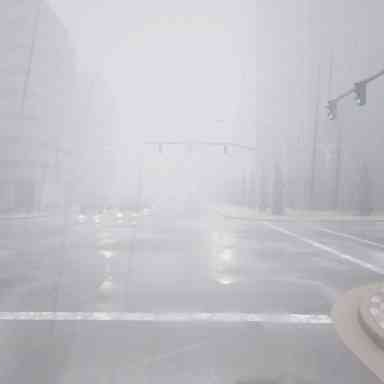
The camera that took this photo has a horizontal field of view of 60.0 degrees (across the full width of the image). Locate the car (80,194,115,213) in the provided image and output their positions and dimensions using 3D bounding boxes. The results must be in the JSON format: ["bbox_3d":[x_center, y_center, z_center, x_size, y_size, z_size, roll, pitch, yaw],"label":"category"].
[{"bbox_3d":[-10.545,1.221,36.780,2.150,2.045,5.566,0,0,0],"label":"car"}]

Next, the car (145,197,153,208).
[{"bbox_3d":[-7.026,1.526,47.107,1.812,1.442,4.674,0,0,0],"label":"car"}]

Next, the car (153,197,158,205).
[{"bbox_3d":[-7.000,1.563,56.986,1.994,1.385,4.181,0,0,0],"label":"car"}]

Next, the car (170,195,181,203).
[{"bbox_3d":[-3.402,1.505,66.718,1.837,1.490,4.892,0,0,0],"label":"car"}]

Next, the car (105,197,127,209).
[{"bbox_3d":[-10.530,1.477,46.481,1.882,1.535,5.008,0,0,0],"label":"car"}]

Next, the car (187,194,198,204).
[{"bbox_3d":[0.097,1.547,66.143,2.033,1.411,5.357,0,0,0],"label":"car"}]

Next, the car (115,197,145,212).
[{"bbox_3d":[-7.044,1.352,38.123,2.097,1.767,4.553,0,0,0],"label":"car"}]

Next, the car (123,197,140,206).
[{"bbox_3d":[-10.502,1.547,58.157,2.033,1.411,5.357,0,0,-1],"label":"car"}]

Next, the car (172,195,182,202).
[{"bbox_3d":[-3.388,1.494,76.045,2.128,1.511,4.902,0,0,0],"label":"car"}]
